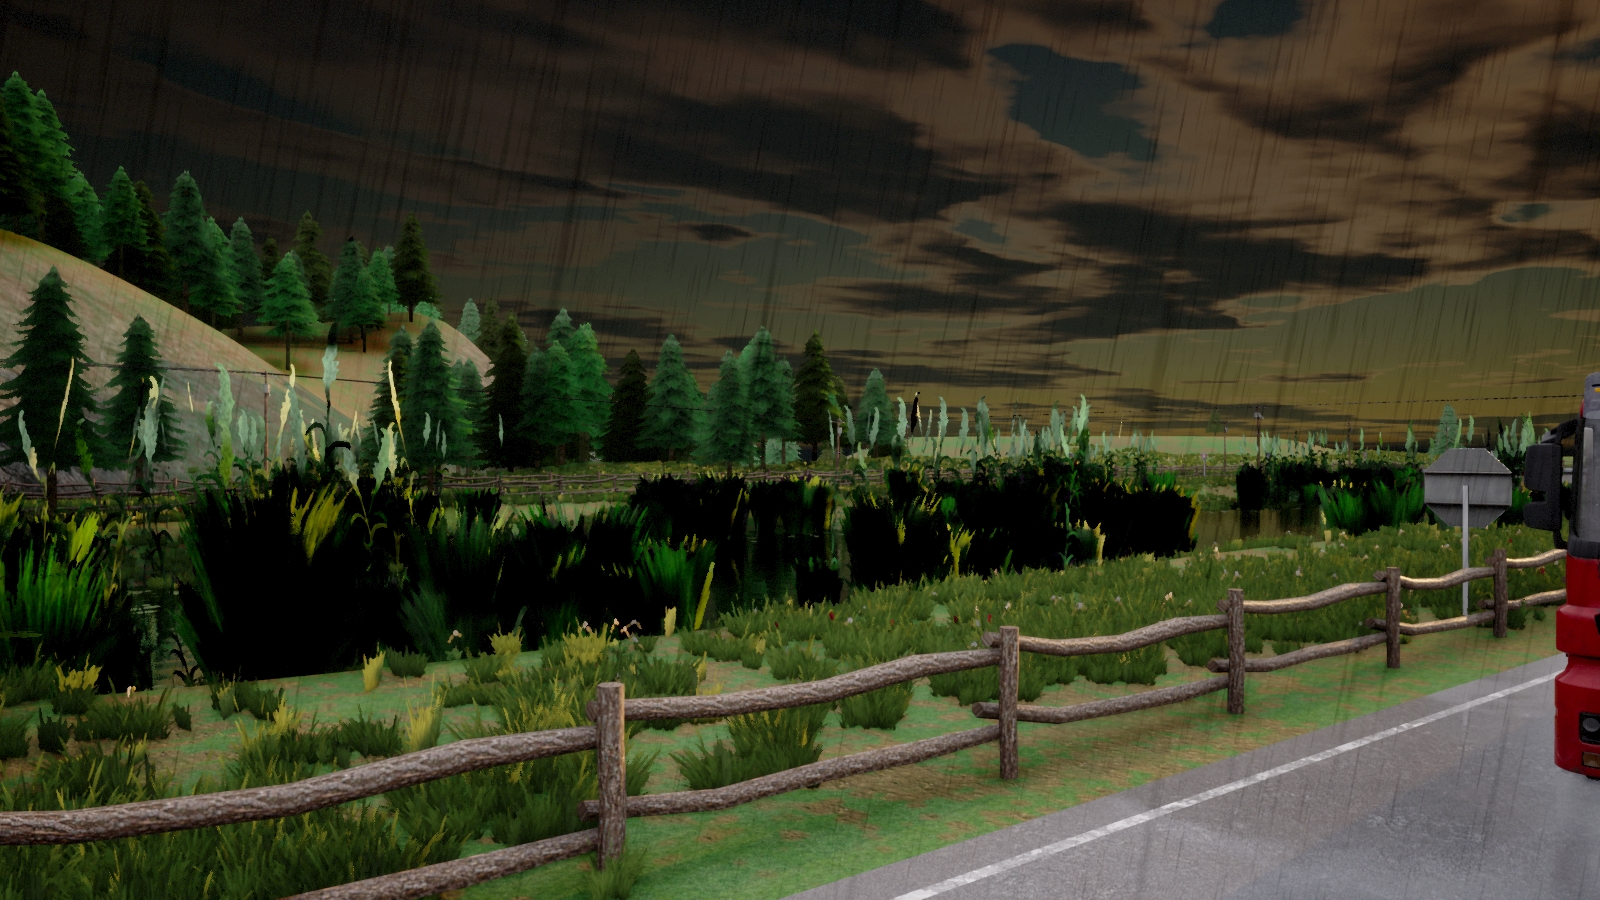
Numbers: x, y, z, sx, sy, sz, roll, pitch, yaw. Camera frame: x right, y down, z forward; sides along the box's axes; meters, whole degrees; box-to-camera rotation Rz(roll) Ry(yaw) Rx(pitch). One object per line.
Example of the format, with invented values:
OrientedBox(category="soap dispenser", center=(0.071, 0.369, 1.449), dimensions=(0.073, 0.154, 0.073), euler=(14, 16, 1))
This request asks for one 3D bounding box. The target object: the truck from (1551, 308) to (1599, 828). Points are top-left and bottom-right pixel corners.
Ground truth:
OrientedBox(category="truck", center=(9.477, 0.862, 10.935), dimensions=(2.891, 3.827, 8.468), euler=(0, 0, 40))

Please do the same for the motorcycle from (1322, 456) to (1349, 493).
OrientedBox(category="motorcycle", center=(34.899, 1.577, 74.486), dimensions=(2.033, 2.348, 0.803), euler=(0, 0, -39))
